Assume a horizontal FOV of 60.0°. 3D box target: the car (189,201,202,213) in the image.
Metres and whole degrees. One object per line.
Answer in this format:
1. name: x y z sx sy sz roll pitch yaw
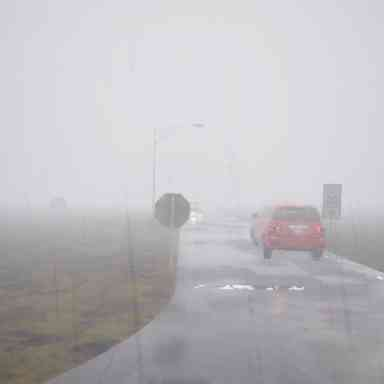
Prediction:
1. car: 0.314 2.158 48.633 2.097 1.767 4.553 1 -1 -2

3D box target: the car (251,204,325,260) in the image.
1. car: 3.904 1.547 14.245 2.150 2.045 5.566 1 -1 4
